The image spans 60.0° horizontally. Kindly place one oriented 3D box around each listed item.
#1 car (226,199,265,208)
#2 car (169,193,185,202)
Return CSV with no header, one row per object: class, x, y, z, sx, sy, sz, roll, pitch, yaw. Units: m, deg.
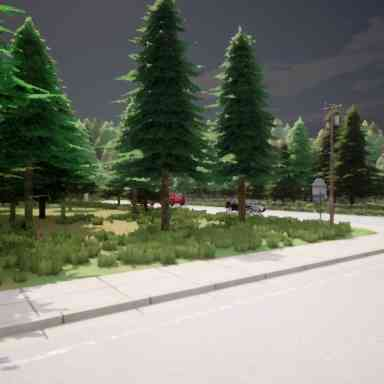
car,5.437,1.450,34.237,2.128,1.511,4.902,0,0,-34
car,-3.220,1.187,53.428,2.150,2.045,5.566,0,0,-34
